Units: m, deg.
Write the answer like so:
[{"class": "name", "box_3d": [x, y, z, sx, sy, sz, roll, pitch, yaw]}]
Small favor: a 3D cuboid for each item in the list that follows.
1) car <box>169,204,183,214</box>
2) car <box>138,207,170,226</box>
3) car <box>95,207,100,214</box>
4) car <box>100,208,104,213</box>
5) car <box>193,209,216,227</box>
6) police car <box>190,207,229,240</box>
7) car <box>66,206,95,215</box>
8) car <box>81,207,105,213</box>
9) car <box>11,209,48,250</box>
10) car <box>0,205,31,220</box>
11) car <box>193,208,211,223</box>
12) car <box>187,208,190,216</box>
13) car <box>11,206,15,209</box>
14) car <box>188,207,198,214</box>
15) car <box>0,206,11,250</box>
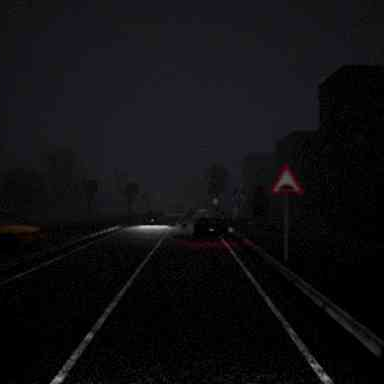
[{"class": "car", "box_3d": [-3.067, 3.580, 70.431, 2.150, 2.045, 5.566, 0, -2, 0]}, {"class": "car", "box_3d": [-3.309, 2.280, 29.835, 1.994, 1.385, 4.181, 0, -2, 0]}, {"class": "car", "box_3d": [-21.779, 3.682, 67.120, 4.892, 1.521, 2.231, 0, -2, 0]}, {"class": "car", "box_3d": [-21.776, 3.814, 70.390, 5.008, 1.535, 2.097, 0, -2, 0]}, {"class": "car", "box_3d": [1.010, 2.217, 29.249, 1.812, 1.442, 4.674, 0, -2, 0]}, {"class": "police car", "box_3d": [0.988, 1.770, 19.354, 1.930, 1.638, 5.238, 0, -2, 0]}, {"class": "car", "box_3d": [-21.797, 3.587, 63.845, 4.674, 1.452, 2.002, 0, -2, 0]}, {"class": "car", "box_3d": [-21.754, 3.983, 73.535, 4.674, 1.452, 2.002, 0, -2, 0]}, {"class": "car", "box_3d": [-9.365, 1.701, 14.987, 5.366, 1.575, 1.946, 0, -1, 0]}, {"class": "car", "box_3d": [-21.939, 2.428, 39.536, 4.553, 1.767, 2.185, 0, -2, 0]}, {"class": "car", "box_3d": [1.028, 2.461, 35.249, 1.812, 1.442, 4.674, 0, -2, 0]}, {"class": "car", "box_3d": [0.125, 3.304, 54.964, 1.994, 1.385, 4.181, 0, -2, 0]}, {"class": "car", "box_3d": [-21.880, 2.466, 36.362, 4.674, 1.452, 2.002, 0, -2, 0]}, {"class": "car", "box_3d": [0.181, 3.777, 69.969, 2.033, 1.411, 5.357, 0, -2, 0]}, {"class": "car", "box_3d": [-9.569, 1.509, 12.072, 4.553, 1.767, 2.185, 0, -1, 0]}]
